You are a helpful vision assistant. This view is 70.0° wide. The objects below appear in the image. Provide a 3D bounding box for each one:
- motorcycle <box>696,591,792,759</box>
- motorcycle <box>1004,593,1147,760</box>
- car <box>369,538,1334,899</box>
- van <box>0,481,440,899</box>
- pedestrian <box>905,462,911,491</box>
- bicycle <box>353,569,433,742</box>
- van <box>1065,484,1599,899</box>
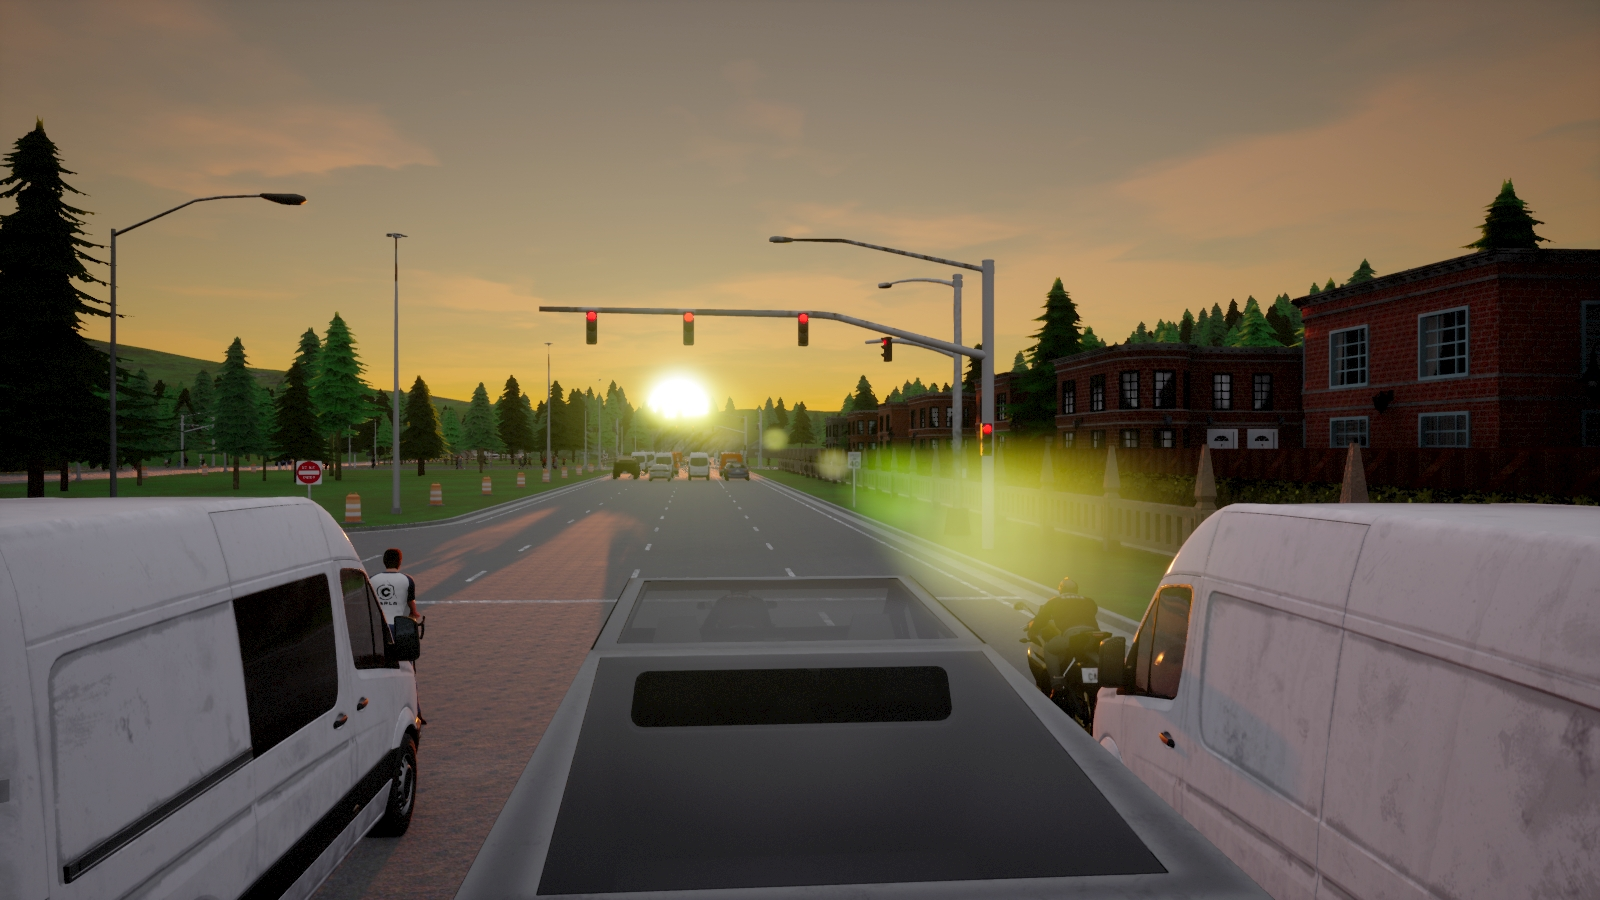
[{"bbox_3d":[-0.613,2.205,11.622,0.867,1.251,2.209,0,0,-6],"label":"motorcycle"},{"bbox_3d":[2.714,2.205,11.543,0.867,1.251,2.209,0,0,-2],"label":"motorcycle"},{"bbox_3d":[-0.117,1.754,5.929,2.390,2.098,6.274,0,0,-5],"label":"car"},{"bbox_3d":[-3.677,1.534,6.378,1.988,2.561,5.915,0,0,-5],"label":"van"},{"bbox_3d":[6.941,1.701,73.407,0.375,1.860,0.375,0,0,-5],"label":"pedestrian"},{"bbox_3d":[-4.173,2.056,11.794,0.373,1.496,1.643,0,0,-5],"label":"bicycle"},{"bbox_3d":[3.020,1.534,5.590,1.988,2.561,5.915,0,0,-1],"label":"van"}]
